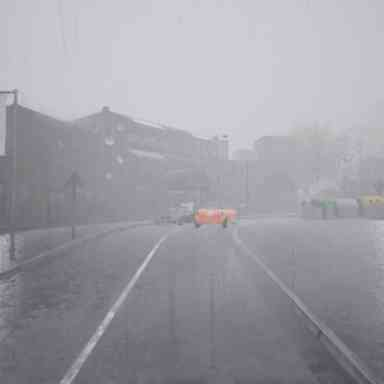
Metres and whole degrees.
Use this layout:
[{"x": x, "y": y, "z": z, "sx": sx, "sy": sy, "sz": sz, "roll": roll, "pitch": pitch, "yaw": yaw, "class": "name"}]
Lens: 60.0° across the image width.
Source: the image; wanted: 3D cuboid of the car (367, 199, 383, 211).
[{"x": 26.483, "y": 1.688, "z": 44.900, "sx": 2.231, "sy": 1.521, "sz": 4.892, "roll": -3, "pitch": -2, "yaw": -12, "class": "car"}]

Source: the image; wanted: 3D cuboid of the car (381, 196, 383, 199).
[{"x": 21.053, "y": 1.309, "z": 31.187, "sx": 2.435, "sy": 2.045, "sz": 5.566, "roll": -2, "pitch": -2, "yaw": -12, "class": "car"}]

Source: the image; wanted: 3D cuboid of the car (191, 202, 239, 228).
[{"x": 1.821, "y": 1.466, "z": 22.942, "sx": 2.097, "sy": 1.767, "sz": 4.553, "roll": -1, "pitch": -1, "yaw": 19, "class": "car"}]

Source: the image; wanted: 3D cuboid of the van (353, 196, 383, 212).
[{"x": 23.766, "y": 1.602, "z": 44.207, "sx": 1.878, "sy": 1.987, "sz": 4.442, "roll": -3, "pitch": -2, "yaw": -12, "class": "van"}]

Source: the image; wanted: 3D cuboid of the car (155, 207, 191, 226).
[{"x": -1.018, "y": 1.775, "z": 24.555, "sx": 1.994, "sy": 1.385, "sz": 4.181, "roll": -1, "pitch": -2, "yaw": 24, "class": "car"}]
